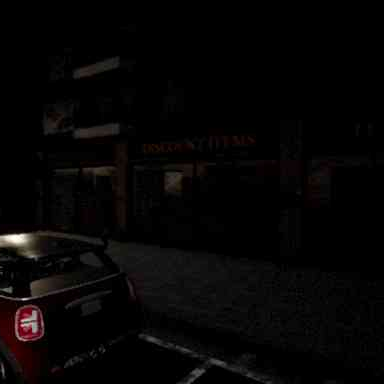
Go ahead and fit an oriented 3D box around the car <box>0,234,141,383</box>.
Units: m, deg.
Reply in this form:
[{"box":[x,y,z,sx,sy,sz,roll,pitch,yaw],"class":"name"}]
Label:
[{"box":[-2.769,1.361,5.019,4.097,1.590,1.967,1,1,35],"class":"car"}]
